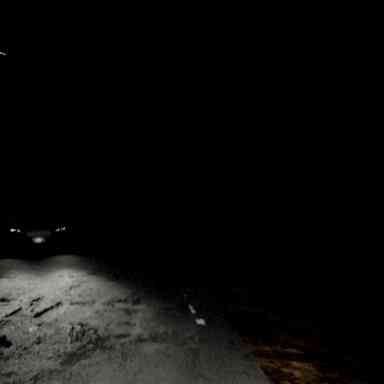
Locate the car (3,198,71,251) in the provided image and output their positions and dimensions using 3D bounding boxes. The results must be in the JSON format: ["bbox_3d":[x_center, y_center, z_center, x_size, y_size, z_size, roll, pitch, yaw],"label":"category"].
[{"bbox_3d":[-5.618,1.020,12.107,2.128,1.511,4.902,1,3,-26],"label":"car"}]
